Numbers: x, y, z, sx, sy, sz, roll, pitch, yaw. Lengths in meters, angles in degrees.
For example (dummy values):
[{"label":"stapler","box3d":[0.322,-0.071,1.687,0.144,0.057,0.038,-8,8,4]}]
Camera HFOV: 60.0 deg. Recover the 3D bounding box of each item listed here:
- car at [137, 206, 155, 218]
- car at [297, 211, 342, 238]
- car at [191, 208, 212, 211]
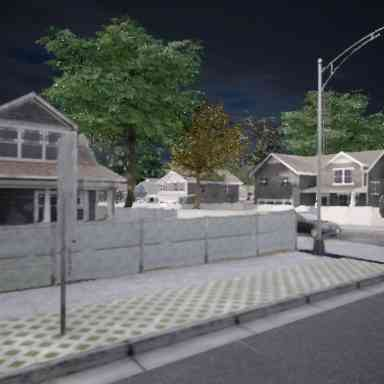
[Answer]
[{"label":"car","box3d":[-5.231,2.311,36.999,1.994,1.385,4.181,1,-1,-36]},{"label":"car","box3d":[6.769,1.942,20.448,1.812,1.442,4.674,1,-1,-36]},{"label":"car","box3d":[0.970,2.104,28.435,1.812,1.442,4.674,1,-1,-36]}]
